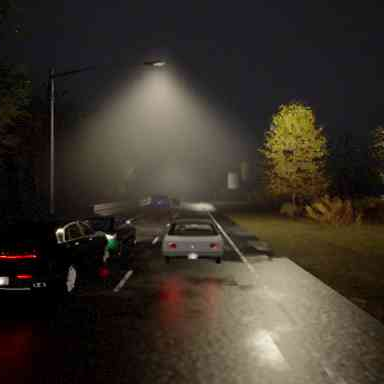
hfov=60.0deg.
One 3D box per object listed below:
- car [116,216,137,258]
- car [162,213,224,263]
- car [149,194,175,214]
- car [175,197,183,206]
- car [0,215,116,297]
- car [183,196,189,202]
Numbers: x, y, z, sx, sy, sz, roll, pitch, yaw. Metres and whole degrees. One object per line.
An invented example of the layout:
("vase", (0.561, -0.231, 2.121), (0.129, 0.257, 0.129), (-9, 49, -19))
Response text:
("car", (-3.430, 1.607, 13.034), (1.994, 1.385, 4.181), (0, 1, 1))
("car", (0.055, 1.631, 12.091), (1.895, 1.301, 4.718), (0, 0, 1))
("car", (-3.381, 1.258, 37.000), (2.150, 2.045, 5.566), (0, 0, -1))
("car", (-3.141, 1.733, 58.980), (1.994, 1.385, 4.181), (0, 0, 0))
("car", (-3.494, 1.435, 8.514), (1.837, 1.490, 4.892), (0, -1, 0))
("car", (-2.651, 2.058, 91.035), (1.895, 1.301, 4.718), (0, 0, 1))
